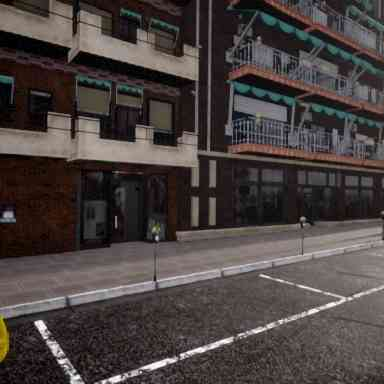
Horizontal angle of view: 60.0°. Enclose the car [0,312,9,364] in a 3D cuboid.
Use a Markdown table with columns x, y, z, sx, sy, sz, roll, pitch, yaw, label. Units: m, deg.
| x | y | z | sx | sy | sz | roll | pitch | yaw | label |
| --- | --- | --- | --- | --- | --- | --- | --- | --- | --- |
| -4.407 | 1.525 | 2.937 | 4.829 | 1.417 | 1.752 | 0 | 1 | -36 | car |
